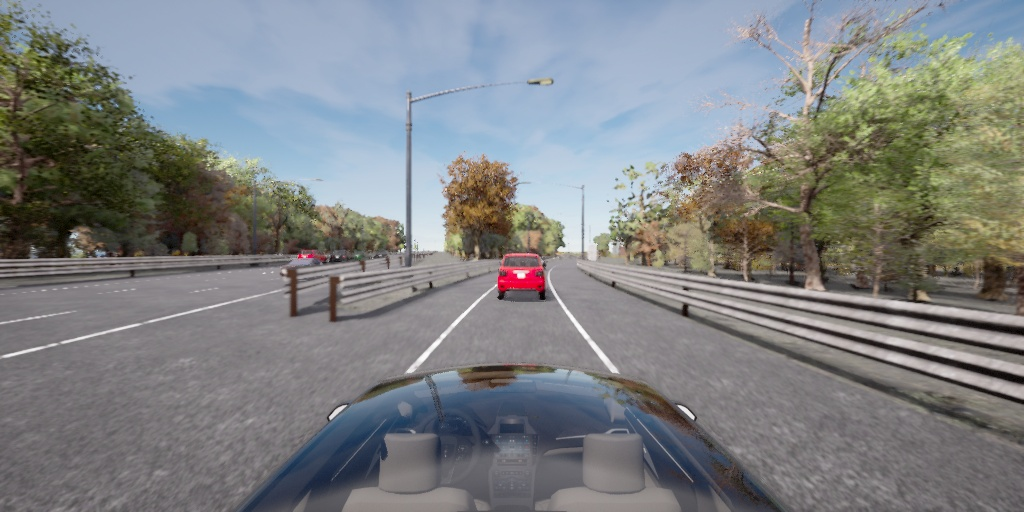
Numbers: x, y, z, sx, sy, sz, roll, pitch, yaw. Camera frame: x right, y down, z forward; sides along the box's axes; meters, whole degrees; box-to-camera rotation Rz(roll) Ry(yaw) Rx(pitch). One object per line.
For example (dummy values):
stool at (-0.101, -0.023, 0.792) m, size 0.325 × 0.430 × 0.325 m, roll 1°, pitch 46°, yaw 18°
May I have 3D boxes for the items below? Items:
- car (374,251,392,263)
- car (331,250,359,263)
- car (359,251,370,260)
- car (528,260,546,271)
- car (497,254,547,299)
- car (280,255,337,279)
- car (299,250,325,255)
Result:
car at (-21.415, 0.138, 59.595) m, size 2.150 × 2.045 × 5.566 m, roll 0°, pitch 1°, yaw -11°
car at (-22.546, 0.250, 47.874) m, size 2.150 × 2.045 × 5.566 m, roll 0°, pitch 0°, yaw -11°
car at (-24.864, 0.122, 58.993) m, size 2.150 × 2.045 × 5.566 m, roll 0°, pitch 1°, yaw -11°
car at (3.137, 1.146, 44.821) m, size 1.895 × 1.301 × 4.718 m, roll 0°, pitch 0°, yaw 8°
car at (0.528, 0.901, 17.778) m, size 2.150 × 2.045 × 5.566 m, roll 0°, pitch 0°, yaw 3°
car at (-14.516, 0.862, 25.489) m, size 2.033 × 1.411 × 5.357 m, roll 0°, pitch 1°, yaw -11°
car at (-25.845, 0.243, 46.523) m, size 2.150 × 2.045 × 5.566 m, roll 0°, pitch 0°, yaw -11°
